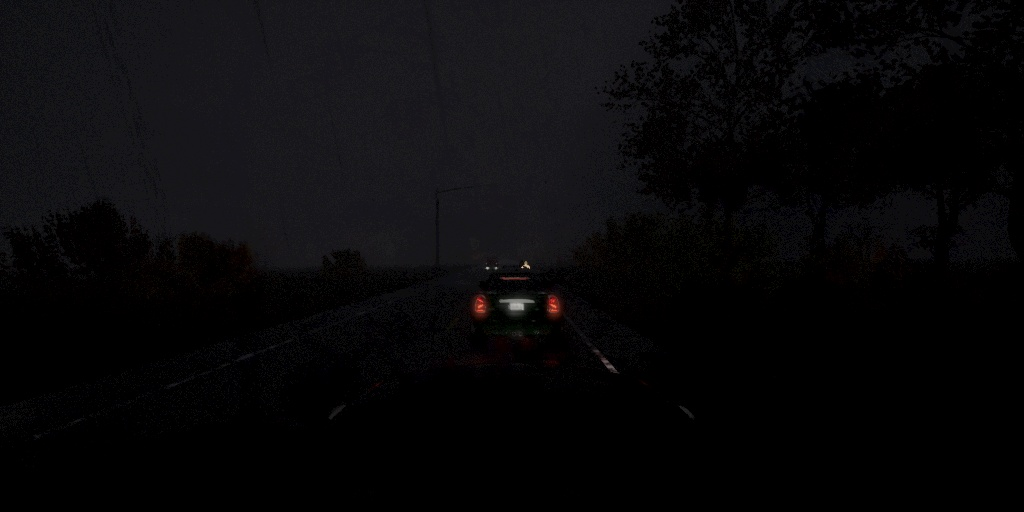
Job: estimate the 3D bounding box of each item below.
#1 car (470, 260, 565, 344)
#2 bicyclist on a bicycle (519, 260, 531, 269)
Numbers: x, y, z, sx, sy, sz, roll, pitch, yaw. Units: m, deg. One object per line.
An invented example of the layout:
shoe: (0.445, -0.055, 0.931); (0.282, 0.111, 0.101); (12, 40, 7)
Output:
car: (0.116, 1.101, 9.740); (2.097, 1.767, 4.553); (0, 0, 0)
bicyclist on a bicycle: (0.985, 1.182, 25.563); (0.866, 1.612, 1.509); (0, 0, 1)
